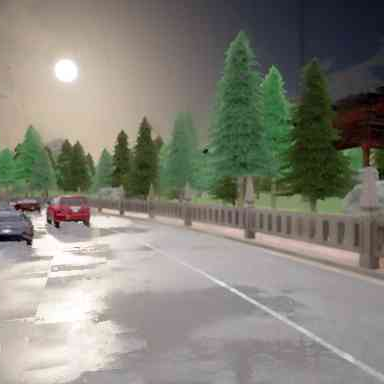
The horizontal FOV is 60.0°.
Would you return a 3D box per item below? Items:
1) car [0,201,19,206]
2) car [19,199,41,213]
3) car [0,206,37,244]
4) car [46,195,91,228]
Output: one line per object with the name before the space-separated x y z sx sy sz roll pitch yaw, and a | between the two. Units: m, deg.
car | -17.094 1.575 29.385 2.033 1.411 5.357 0 0 -37
car | -17.802 1.509 35.878 1.882 1.535 5.008 0 -1 -39
car | -8.480 1.577 15.411 1.994 1.385 4.181 0 0 -27
car | -8.537 1.238 22.761 2.150 2.045 5.566 0 0 -30
